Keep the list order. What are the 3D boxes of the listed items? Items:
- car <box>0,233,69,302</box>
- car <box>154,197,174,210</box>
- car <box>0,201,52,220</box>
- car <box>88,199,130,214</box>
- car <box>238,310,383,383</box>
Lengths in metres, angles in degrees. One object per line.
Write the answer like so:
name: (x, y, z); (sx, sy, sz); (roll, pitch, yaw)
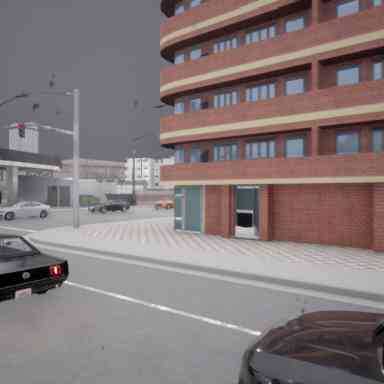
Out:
car: (-4.939, 1.598, 7.503); (4.718, 1.301, 1.895); (0, 0, 36)
car: (-3.002, 1.388, 44.169); (2.097, 1.767, 4.553); (0, 0, 35)
car: (-14.142, 1.519, 27.958); (1.812, 1.442, 4.674); (0, 0, 34)
car: (-8.844, 1.505, 35.706); (2.128, 1.511, 4.902); (0, 0, 35)
car: (2.641, 1.514, 2.111); (4.892, 1.490, 1.837); (0, 0, 35)
